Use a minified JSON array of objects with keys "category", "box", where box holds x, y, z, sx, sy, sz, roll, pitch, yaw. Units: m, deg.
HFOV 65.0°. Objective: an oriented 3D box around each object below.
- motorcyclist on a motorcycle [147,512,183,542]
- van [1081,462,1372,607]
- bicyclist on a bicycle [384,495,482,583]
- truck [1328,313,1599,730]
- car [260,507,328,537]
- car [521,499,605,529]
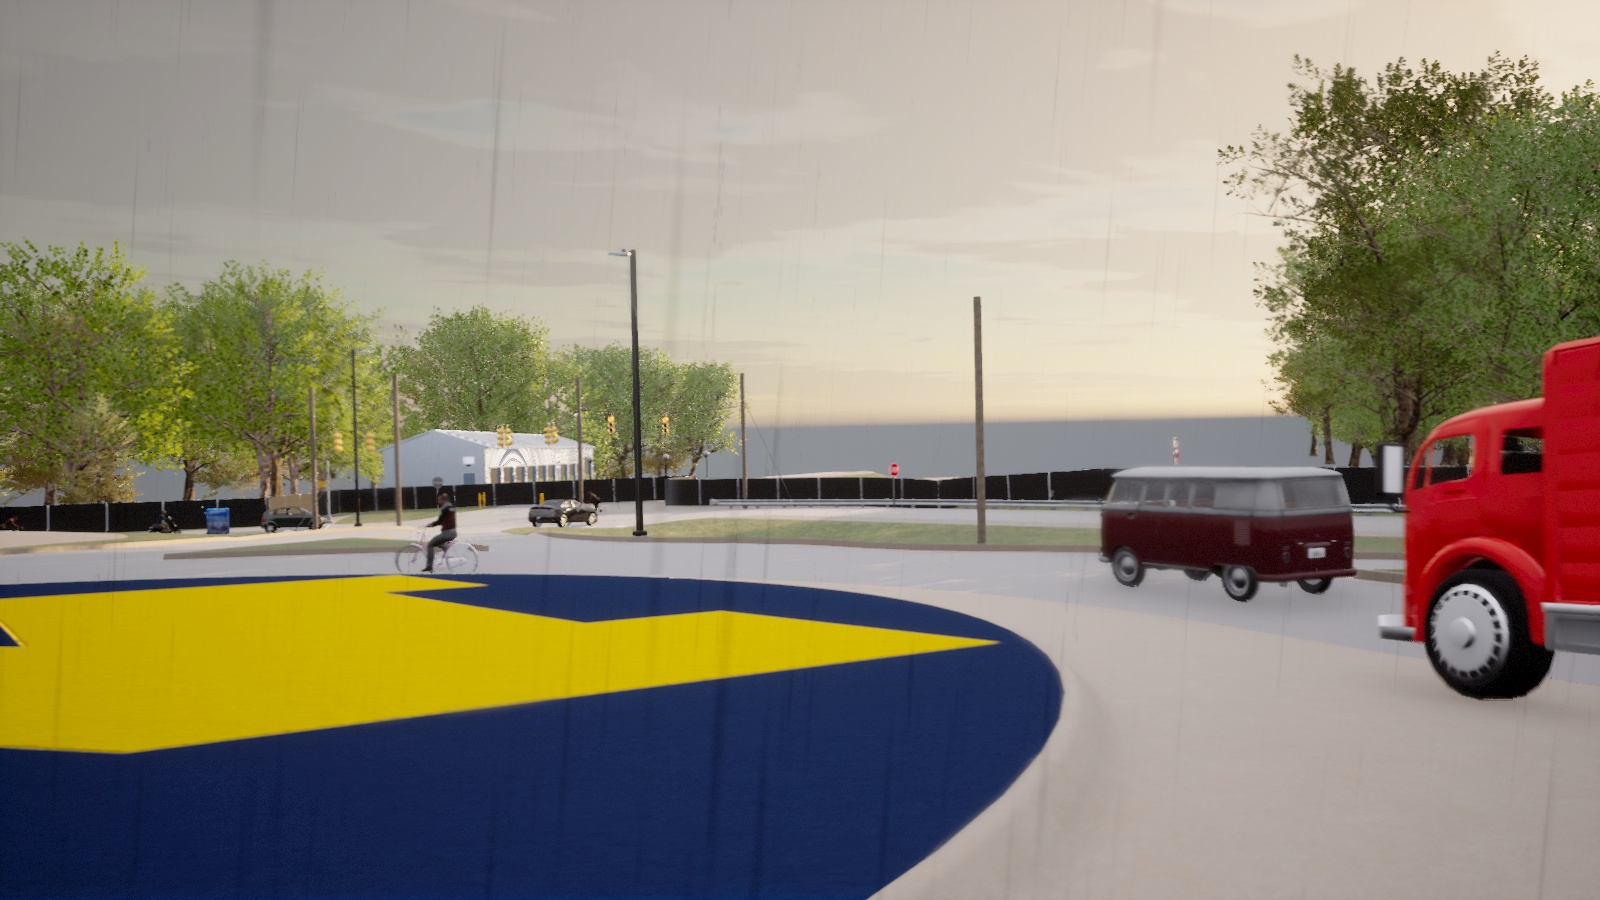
[{"category":"motorcyclist on a motorcycle","box":[-37.376,4.512,73.935,1.817,1.590,0.866,-1,1,-28]},{"category":"van","box":[6.612,1.222,20.034,1.775,1.987,4.442,-2,0,-24]},{"category":"bicyclist on a bicycle","box":[-7.598,1.835,26.036,1.843,1.776,0.659,-2,-2,12]},{"category":"truck","box":[6.031,0.481,7.714,2.627,2.467,5.204,3,-5,-12]},{"category":"car","box":[-30.861,4.387,76.650,3.705,1.549,1.789,-1,1,-17]},{"category":"car","box":[-12.744,3.453,67.942,2.128,1.511,4.902,-1,-2,22]}]
